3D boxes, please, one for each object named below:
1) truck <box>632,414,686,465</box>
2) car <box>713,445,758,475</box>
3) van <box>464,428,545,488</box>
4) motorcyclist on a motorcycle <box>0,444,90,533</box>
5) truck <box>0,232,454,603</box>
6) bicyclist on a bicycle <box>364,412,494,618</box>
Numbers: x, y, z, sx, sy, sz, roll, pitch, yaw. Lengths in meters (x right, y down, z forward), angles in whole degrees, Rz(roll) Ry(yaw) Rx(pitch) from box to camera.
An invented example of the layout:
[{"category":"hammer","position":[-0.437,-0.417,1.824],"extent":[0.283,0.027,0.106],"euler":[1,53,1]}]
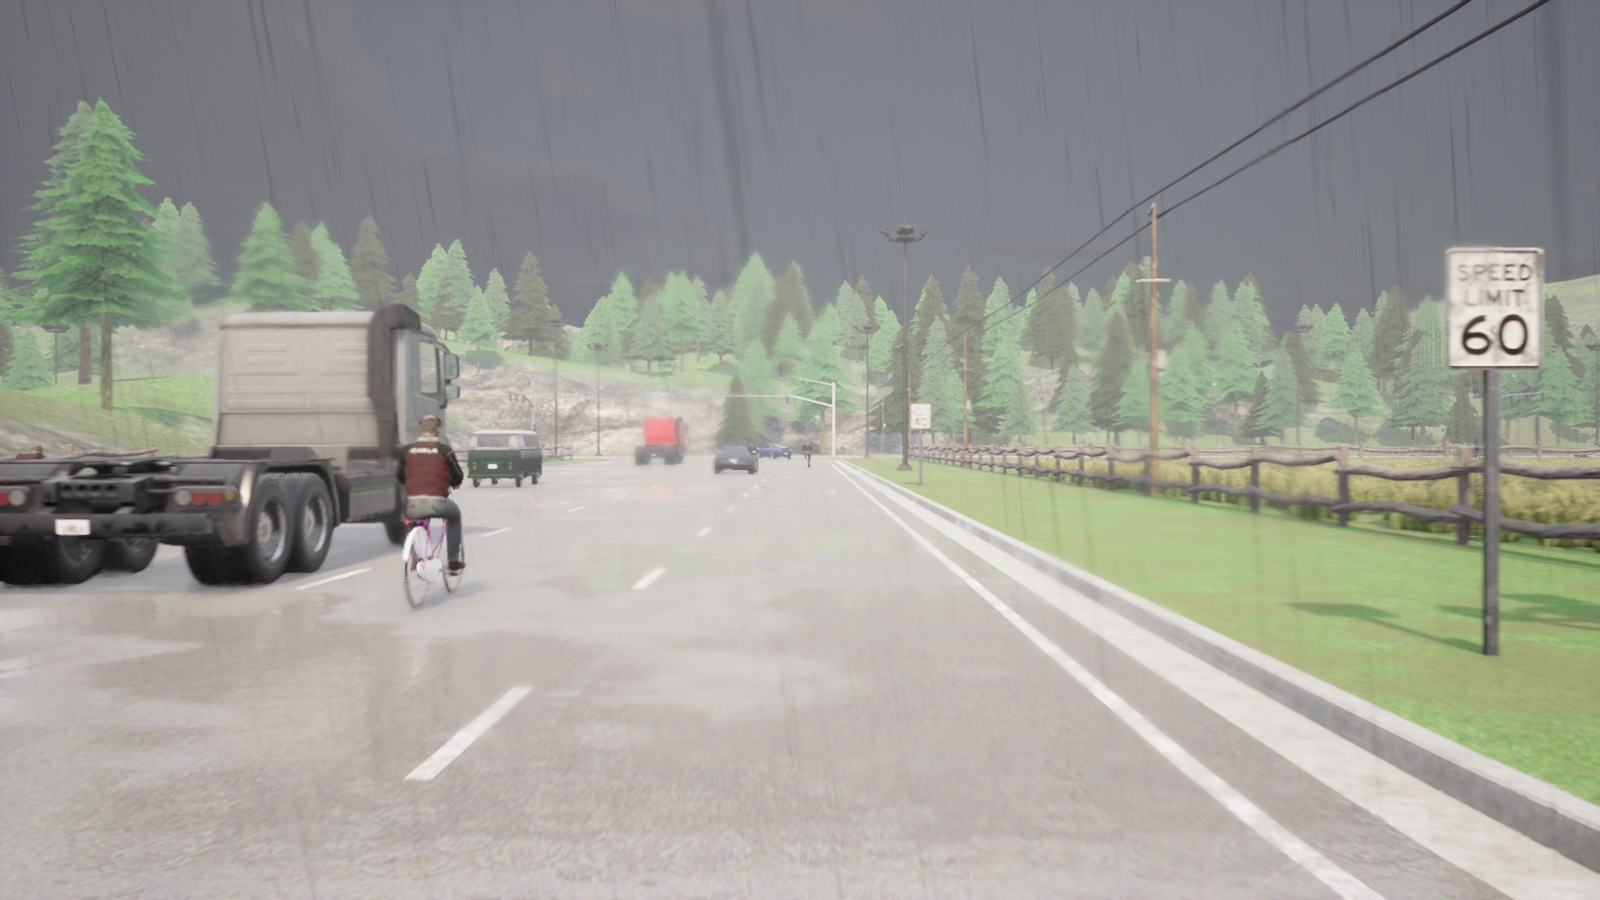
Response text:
[{"category":"truck","position":[-9.975,-0.724,89.427],"extent":[2.891,3.462,7.936],"euler":[0,0,0]},{"category":"car","position":[-3.133,0.476,61.788],"extent":[1.994,1.385,4.181],"euler":[0,0,0]},{"category":"van","position":[-10.236,0.257,43.789],"extent":[1.775,1.987,4.442],"euler":[0,0,0]},{"category":"motorcyclist on a motorcycle","position":[-13.856,0.649,22.642],"extent":[0.866,1.530,2.191],"euler":[0,0,0]},{"category":"truck","position":[-6.894,-0.325,15.725],"extent":[2.891,3.462,7.936],"euler":[0,0,0]},{"category":"bicyclist on a bicycle","position":[-3.418,0.551,11.737],"extent":[0.659,1.776,1.843],"euler":[0,1,0]}]
